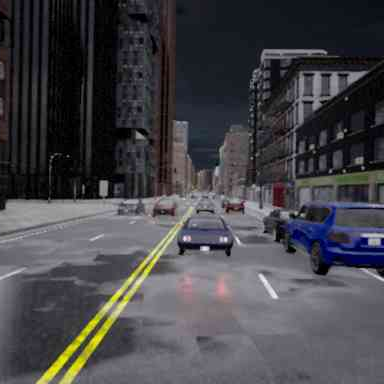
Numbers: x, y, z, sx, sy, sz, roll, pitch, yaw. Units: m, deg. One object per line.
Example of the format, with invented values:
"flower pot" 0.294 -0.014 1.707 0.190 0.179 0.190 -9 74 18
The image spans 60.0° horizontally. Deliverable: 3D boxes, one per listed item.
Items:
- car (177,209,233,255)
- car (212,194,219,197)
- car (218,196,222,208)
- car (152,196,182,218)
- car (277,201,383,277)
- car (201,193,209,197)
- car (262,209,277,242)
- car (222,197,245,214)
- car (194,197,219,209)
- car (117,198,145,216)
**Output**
"car" 0.524 1.583 13.200 1.895 1.301 4.718 1 0 2
"car" 6.835 1.415 92.315 2.033 1.411 5.357 1 0 2
"car" 5.012 1.532 46.520 1.837 1.490 4.892 1 0 3
"car" -2.270 1.356 29.370 1.882 1.535 5.008 1 0 2
"car" 4.565 1.311 10.813 2.150 2.045 5.566 1 0 2
"car" 3.606 1.291 92.860 1.882 1.535 5.008 1 0 2
"car" 4.796 1.556 16.780 1.882 1.535 5.008 1 0 2
"car" 4.611 1.511 36.435 1.882 1.535 5.008 1 0 2
"car" 1.354 1.505 33.984 2.033 1.411 5.357 1 0 2
"car" -5.472 1.323 30.595 1.812 1.442 4.674 1 0 2
